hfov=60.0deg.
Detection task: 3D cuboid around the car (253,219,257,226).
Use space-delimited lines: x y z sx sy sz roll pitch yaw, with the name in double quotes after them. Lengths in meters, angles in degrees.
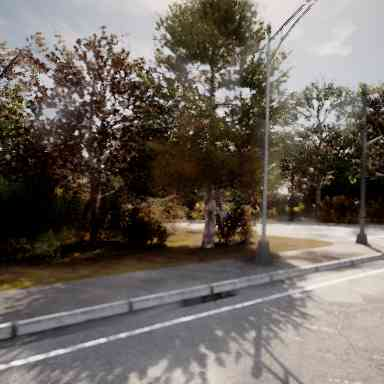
3.340 2.416 28.614 1.837 1.490 4.892 3 -4 -39 "car"
